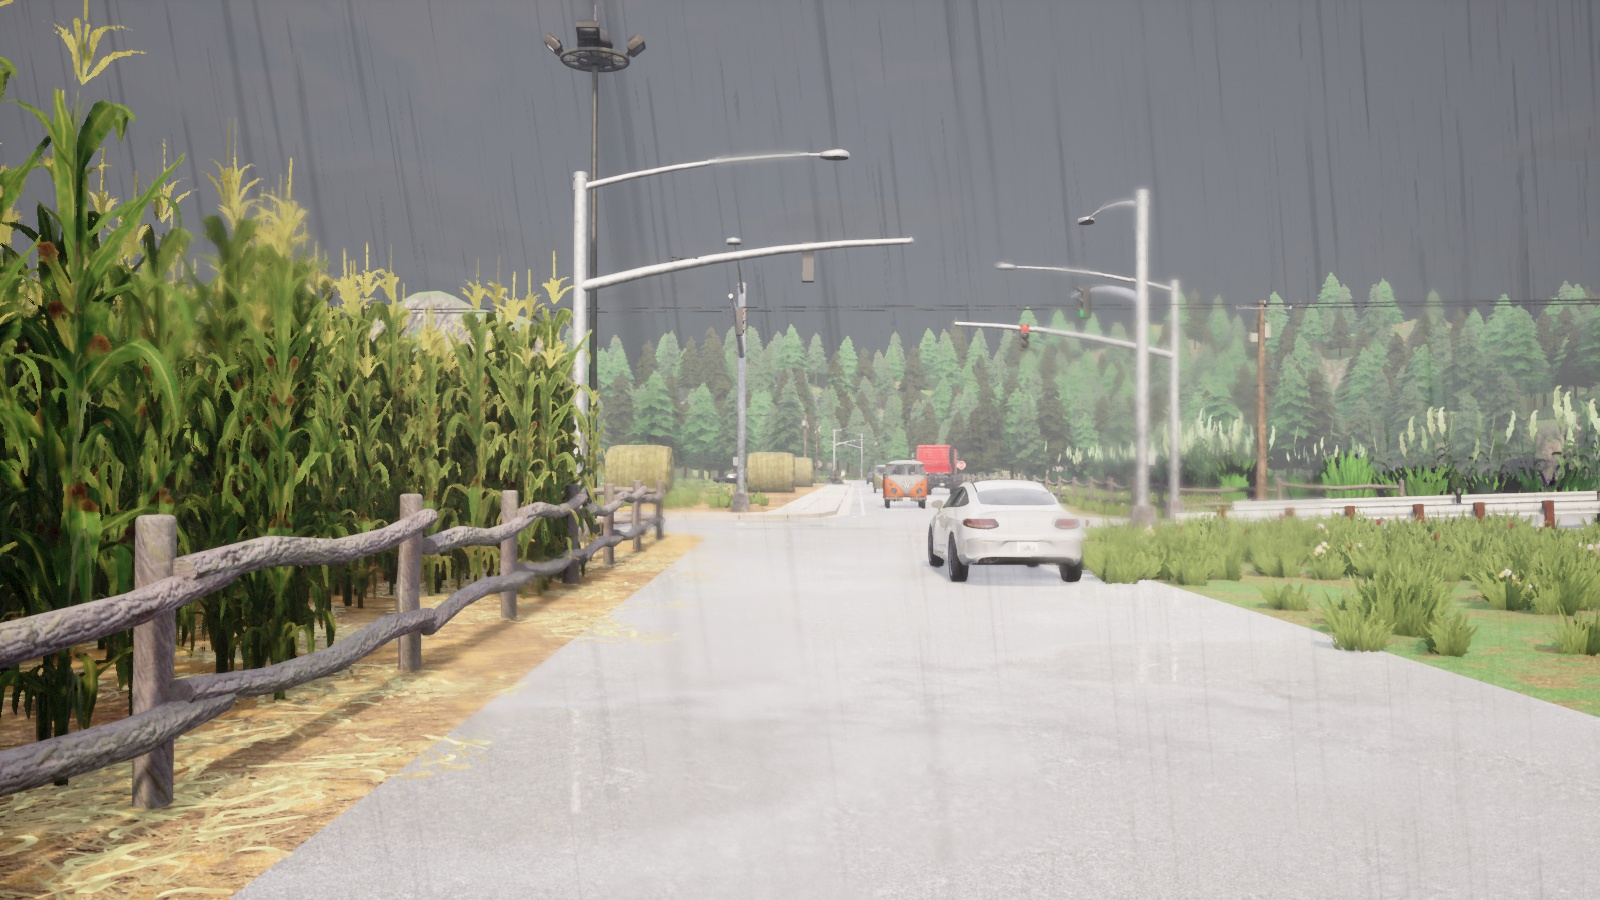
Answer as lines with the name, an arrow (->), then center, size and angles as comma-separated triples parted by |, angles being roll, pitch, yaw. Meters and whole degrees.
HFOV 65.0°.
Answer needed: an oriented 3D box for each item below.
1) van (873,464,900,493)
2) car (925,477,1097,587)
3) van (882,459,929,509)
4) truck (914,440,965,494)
van -> 6.037, 1.989, 88.409 | 1.775, 1.987, 4.442 | 0, -1, 3
car -> 3.054, 1.148, 19.121 | 1.812, 1.442, 4.674 | 0, -1, 0
van -> 4.395, 1.397, 52.677 | 1.775, 1.987, 4.442 | 0, -1, 3
truck -> 9.390, 1.187, 85.208 | 2.891, 3.462, 7.936 | 0, -1, 3
